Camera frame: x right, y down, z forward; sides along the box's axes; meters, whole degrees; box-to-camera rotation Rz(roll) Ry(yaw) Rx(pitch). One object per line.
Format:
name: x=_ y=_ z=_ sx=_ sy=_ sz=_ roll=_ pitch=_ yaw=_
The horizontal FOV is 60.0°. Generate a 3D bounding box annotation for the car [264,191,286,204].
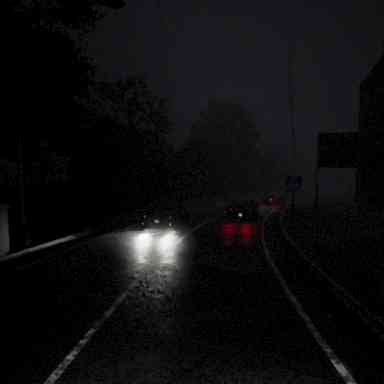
car: x=9.953 y=0.628 z=39.785 sx=1.812 sy=1.442 sz=4.674 roll=3 pitch=3 yaw=26

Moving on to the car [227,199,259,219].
car: x=3.850 y=1.188 z=24.340 sx=1.895 sy=1.301 sz=4.718 roll=2 pitch=2 yaw=16

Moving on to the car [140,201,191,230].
car: x=-1.357 y=1.236 z=18.556 sx=1.994 sy=1.385 sz=4.181 roll=1 pitch=2 yaw=12
